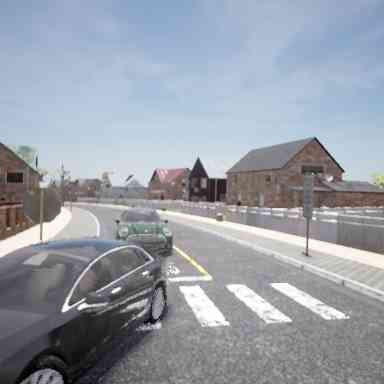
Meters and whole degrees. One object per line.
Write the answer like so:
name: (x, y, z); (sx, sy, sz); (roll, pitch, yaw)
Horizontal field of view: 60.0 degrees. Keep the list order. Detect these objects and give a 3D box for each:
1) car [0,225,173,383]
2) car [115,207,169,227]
car: (-1.822, 1.495, 4.689); (1.837, 1.490, 4.892); (1, 0, 16)
car: (-2.133, 1.470, 13.944); (2.097, 1.767, 4.553); (1, -1, -14)
